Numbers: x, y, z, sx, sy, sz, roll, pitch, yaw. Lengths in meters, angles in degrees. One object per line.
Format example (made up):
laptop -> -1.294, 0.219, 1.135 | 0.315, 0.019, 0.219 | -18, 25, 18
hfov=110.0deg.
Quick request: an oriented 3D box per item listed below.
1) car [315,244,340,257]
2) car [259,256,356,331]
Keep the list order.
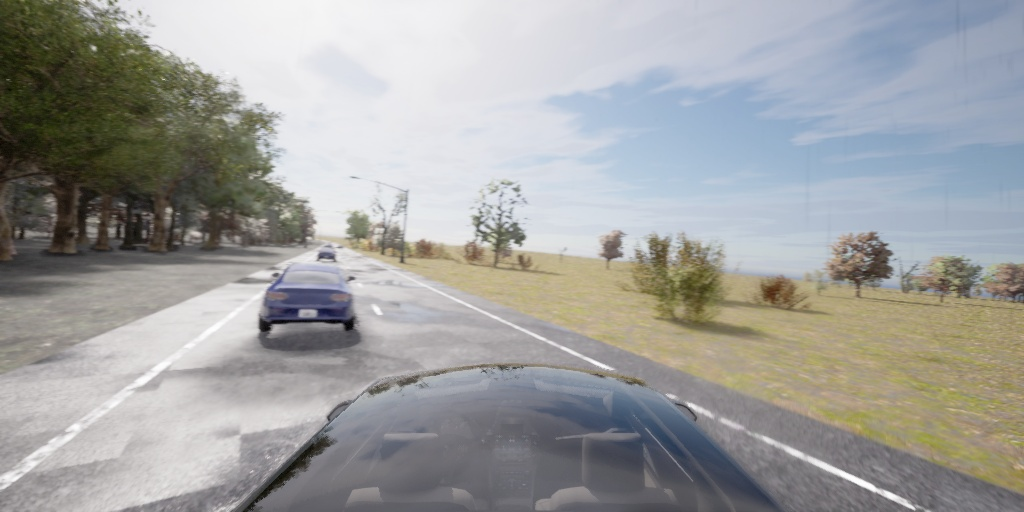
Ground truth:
car -> -20.092, -0.169, 38.966 | 1.812, 1.442, 4.674 | 5, 0, -27
car -> -5.072, 0.902, 9.184 | 1.812, 1.442, 4.674 | 5, 0, -27
